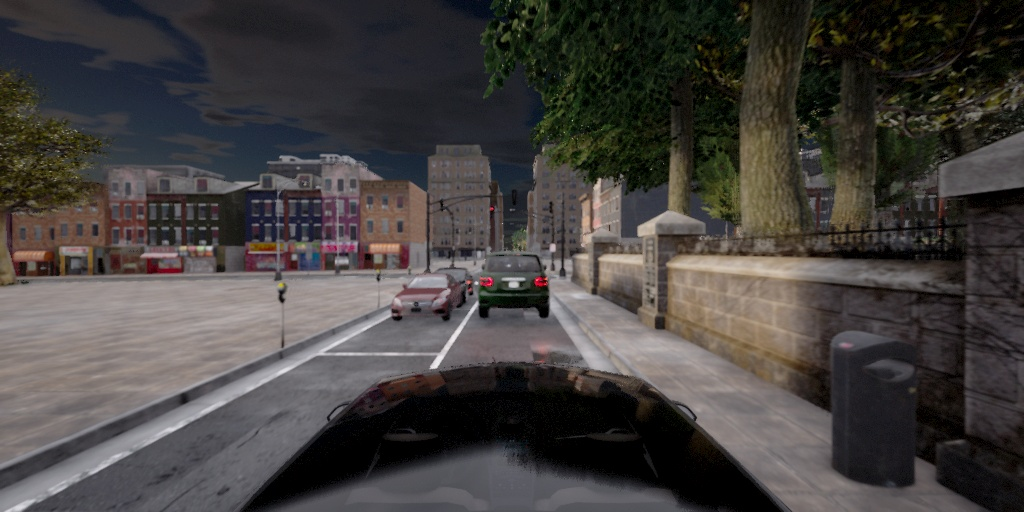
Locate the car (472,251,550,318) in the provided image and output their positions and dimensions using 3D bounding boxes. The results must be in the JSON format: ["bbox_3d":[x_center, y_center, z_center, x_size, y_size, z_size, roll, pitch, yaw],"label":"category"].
[{"bbox_3d":[0.077,0.860,12.617,2.150,2.045,5.566,0,1,1],"label":"car"}]

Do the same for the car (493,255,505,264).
[{"bbox_3d":[-2.238,0.642,62.550,1.812,1.442,4.674,0,1,1],"label":"car"}]

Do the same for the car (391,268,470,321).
[{"bbox_3d":[-2.637,1.227,11.948,1.802,1.307,4.207,0,0,0],"label":"car"}]

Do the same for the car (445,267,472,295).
[{"bbox_3d":[-2.636,1.173,15.611,1.948,1.339,4.313,0,0,0],"label":"car"}]
